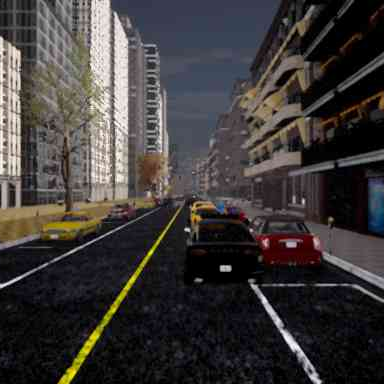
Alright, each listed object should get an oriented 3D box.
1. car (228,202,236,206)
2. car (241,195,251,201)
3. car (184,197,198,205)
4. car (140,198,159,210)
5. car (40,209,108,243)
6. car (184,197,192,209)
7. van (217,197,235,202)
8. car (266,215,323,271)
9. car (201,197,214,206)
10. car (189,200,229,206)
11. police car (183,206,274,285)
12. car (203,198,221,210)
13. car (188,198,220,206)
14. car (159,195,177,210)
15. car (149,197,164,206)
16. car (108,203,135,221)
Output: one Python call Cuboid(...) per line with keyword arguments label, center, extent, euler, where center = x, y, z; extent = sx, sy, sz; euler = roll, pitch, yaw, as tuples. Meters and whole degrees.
Cuboid(label="car", center=(2.638, 1.591, 21.944), extent=(1.802, 1.307, 4.206), euler=(0, 0, 0))
Cuboid(label="car", center=(13.250, 1.410, 74.572), extent=(4.403, 1.369, 2.008), euler=(-1, 1, -1))
Cuboid(label="car", center=(-0.111, 1.649, 60.660), extent=(1.895, 1.301, 4.718), euler=(0, 0, 8))
Cuboid(label="car", center=(-5.794, 1.554, 43.885), extent=(1.752, 1.417, 4.829), euler=(0, 0, 0))
Cuboid(label="car", center=(-5.728, 1.532, 16.221), extent=(1.752, 1.417, 4.829), euler=(0, 0, 0))
Cuboid(label="car", center=(-0.084, 1.509, 46.730), extent=(1.882, 1.535, 5.008), euler=(0, 0, 0))
Cuboid(label="van", center=(2.625, 1.355, 27.476), extent=(1.690, 1.788, 3.998), euler=(0, 0, 0))
Cuboid(label="car", center=(2.665, 1.443, 10.878), extent=(1.967, 1.590, 4.097), euler=(0, 0, 0))
Cuboid(label="car", center=(2.560, 1.591, 55.140), extent=(2.008, 1.369, 4.403), euler=(0, 0, 0))
Cuboid(label="car", center=(0.854, 1.463, 19.733), extent=(1.801, 1.575, 5.366), euler=(0, 0, 0))
Cuboid(label="police car", center=(0.786, 1.428, 9.678), extent=(1.930, 1.638, 5.238), euler=(0, 0, 2))
Cuboid(label="car", center=(2.586, 1.579, 44.074), extent=(2.008, 1.369, 4.403), euler=(0, 0, 0))
Cuboid(label="car", center=(0.840, 1.491, 25.544), extent=(1.882, 1.535, 5.008), euler=(0, 0, 0))
Cuboid(label="car", center=(-3.131, 1.536, 44.585), extent=(1.837, 1.490, 4.892), euler=(0, -1, 0))
Cuboid(label="car", center=(-5.821, 1.586, 55.120), extent=(1.887, 1.381, 4.507), euler=(0, 0, 0))
Cuboid(label="car", center=(-5.755, 1.597, 27.457), extent=(1.802, 1.307, 4.206), euler=(0, 0, 0))
